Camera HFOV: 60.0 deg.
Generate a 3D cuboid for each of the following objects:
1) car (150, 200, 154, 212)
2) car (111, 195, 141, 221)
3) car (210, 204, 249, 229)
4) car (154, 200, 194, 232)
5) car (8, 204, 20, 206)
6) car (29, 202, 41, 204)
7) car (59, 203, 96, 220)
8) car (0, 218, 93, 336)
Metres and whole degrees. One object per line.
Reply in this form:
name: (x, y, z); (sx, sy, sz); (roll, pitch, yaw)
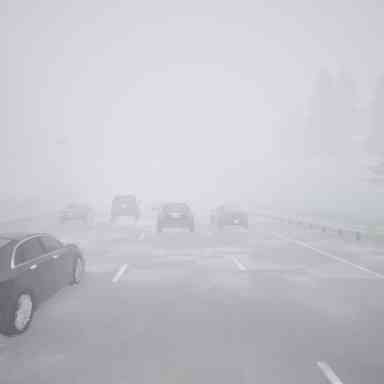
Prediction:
car: (-3.920, 1.610, 39.579); (1.895, 1.301, 4.718); (0, 0, -11)
car: (-5.466, 1.233, 27.674); (2.150, 2.045, 5.566); (0, 0, -8)
car: (2.336, 1.522, 21.398); (1.812, 1.442, 4.674); (0, 0, -6)
car: (-1.091, 1.355, 20.435); (2.097, 1.767, 4.553); (0, 0, -6)
car: (-28.917, 1.571, 53.212); (1.882, 1.535, 5.008); (0, 0, -17)
car: (-25.572, 1.456, 54.241); (2.097, 1.767, 4.553); (0, 0, -17)
car: (-8.674, 1.565, 25.434); (2.033, 1.411, 5.357); (0, 0, -7)
car: (-3.619, 1.512, 6.624); (1.837, 1.490, 4.892); (0, 0, -2)
